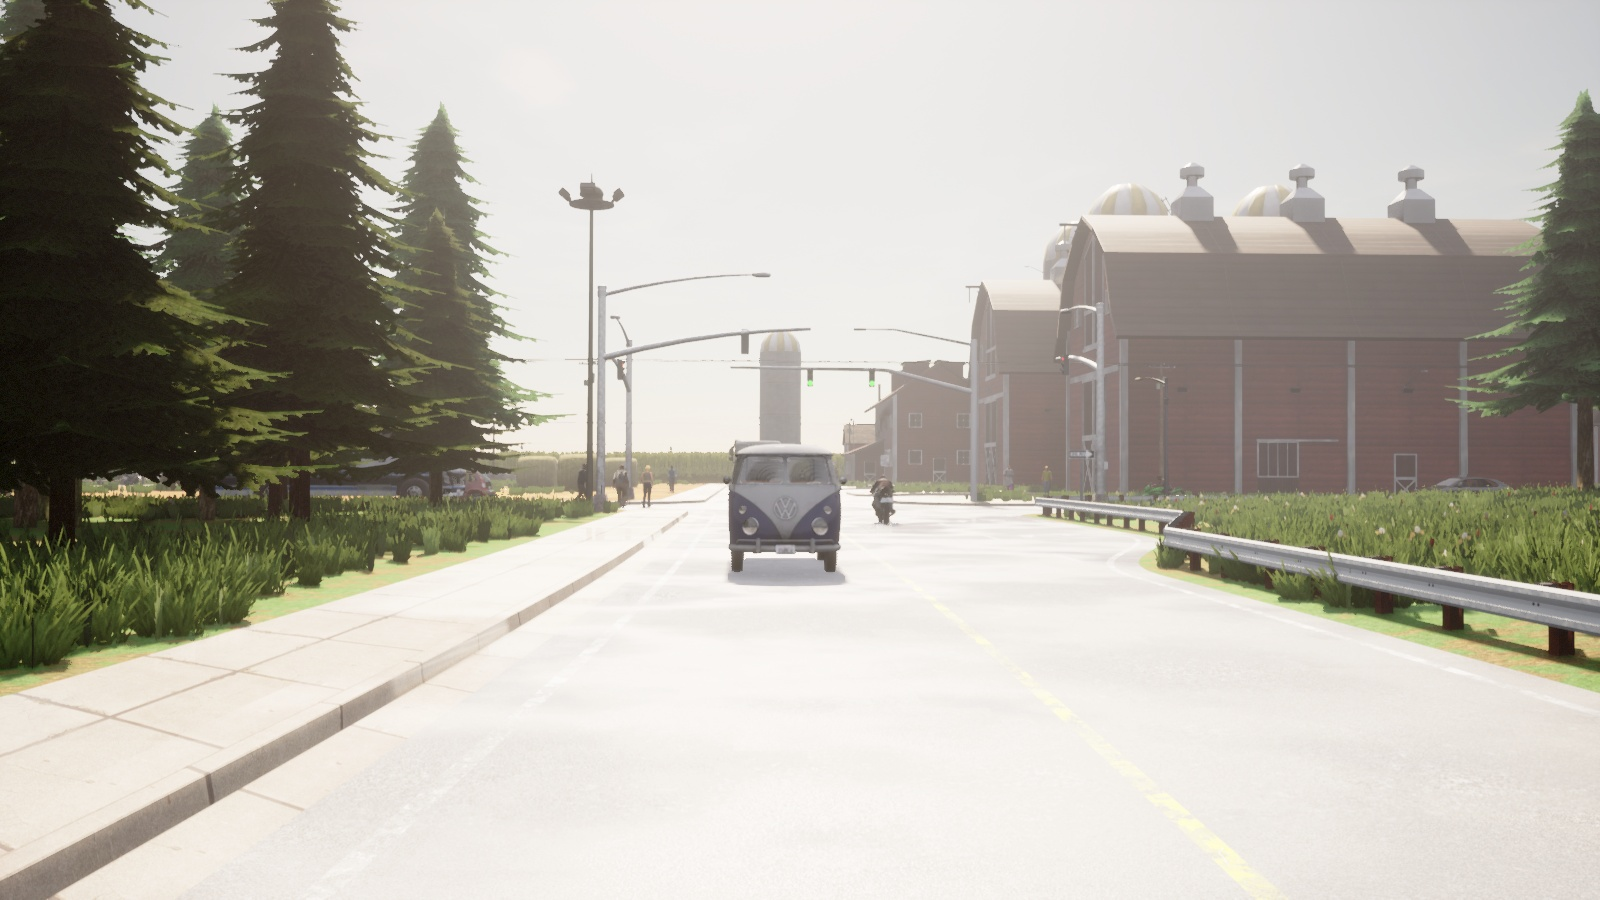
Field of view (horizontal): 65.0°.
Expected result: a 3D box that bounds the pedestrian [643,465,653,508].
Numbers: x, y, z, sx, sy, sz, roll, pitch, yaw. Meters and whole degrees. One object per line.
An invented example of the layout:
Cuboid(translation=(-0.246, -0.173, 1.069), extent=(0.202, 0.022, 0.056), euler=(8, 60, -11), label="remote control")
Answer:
Cuboid(translation=(-6.539, 1.574, 53.971), extent=(0.345, 1.836, 0.594), euler=(0, -1, 1), label="pedestrian")

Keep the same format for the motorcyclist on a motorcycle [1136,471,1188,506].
Cuboid(translation=(16.073, 1.715, 55.811), extent=(2.044, 1.523, 0.797), euler=(1, -1, -1), label="motorcyclist on a motorcycle")

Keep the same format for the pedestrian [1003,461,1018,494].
Cuboid(translation=(12.784, 1.672, 76.355), extent=(0.659, 1.952, 0.873), euler=(0, -1, -5), label="pedestrian")

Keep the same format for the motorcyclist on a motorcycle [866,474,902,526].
Cuboid(translation=(2.530, 1.491, 38.103), extent=(0.866, 1.530, 2.191), euler=(0, -1, -2), label="motorcyclist on a motorcycle")

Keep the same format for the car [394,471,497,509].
Cuboid(translation=(-15.515, 1.742, 55.068), extent=(3.988, 1.617, 1.851), euler=(0, -1, -1), label="car")

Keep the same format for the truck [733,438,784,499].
Cuboid(translation=(-2.537, 1.135, 75.820), extent=(2.891, 3.462, 7.936), euler=(0, -1, -2), label="truck")

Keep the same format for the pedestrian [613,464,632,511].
Cuboid(translation=(-6.973, 1.471, 49.261), extent=(0.540, 1.848, 0.694), euler=(0, -1, 10), label="pedestrian")

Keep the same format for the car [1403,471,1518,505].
Cuboid(translation=(29.471, 1.696, 56.123), extent=(4.193, 1.474, 1.816), euler=(0, -1, -1), label="car")

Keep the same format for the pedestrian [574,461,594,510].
Cuboid(translation=(-8.243, 1.348, 47.928), extent=(0.726, 1.842, 0.402), euler=(0, -1, -18), label="pedestrian")

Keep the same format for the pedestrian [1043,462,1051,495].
Cuboid(translation=(13.687, 1.592, 69.563), extent=(0.354, 1.836, 0.706), euler=(0, -1, 13), label="pedestrian")

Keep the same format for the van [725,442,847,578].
Cuboid(translation=(-0.280, 0.922, 20.630), extent=(1.775, 1.987, 4.442), euler=(0, -1, -2), label="van")

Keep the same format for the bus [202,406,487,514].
Cuboid(translation=(-18.436, 0.419, 51.531), extent=(10.273, 4.253, 3.944), euler=(0, -1, -1), label="bus")
